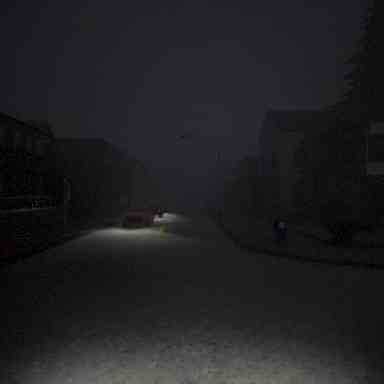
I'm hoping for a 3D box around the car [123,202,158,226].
[{"bbox_3d":[-4.091,1.774,26.067,1.882,1.535,5.008,0,-1,0],"label":"car"}]

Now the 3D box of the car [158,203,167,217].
[{"bbox_3d":[-4.088,1.914,36.036,1.837,1.490,4.892,0,-1,0],"label":"car"}]

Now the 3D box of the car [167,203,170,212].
[{"bbox_3d":[-4.075,2.125,46.189,1.895,1.301,4.718,0,-1,0],"label":"car"}]
